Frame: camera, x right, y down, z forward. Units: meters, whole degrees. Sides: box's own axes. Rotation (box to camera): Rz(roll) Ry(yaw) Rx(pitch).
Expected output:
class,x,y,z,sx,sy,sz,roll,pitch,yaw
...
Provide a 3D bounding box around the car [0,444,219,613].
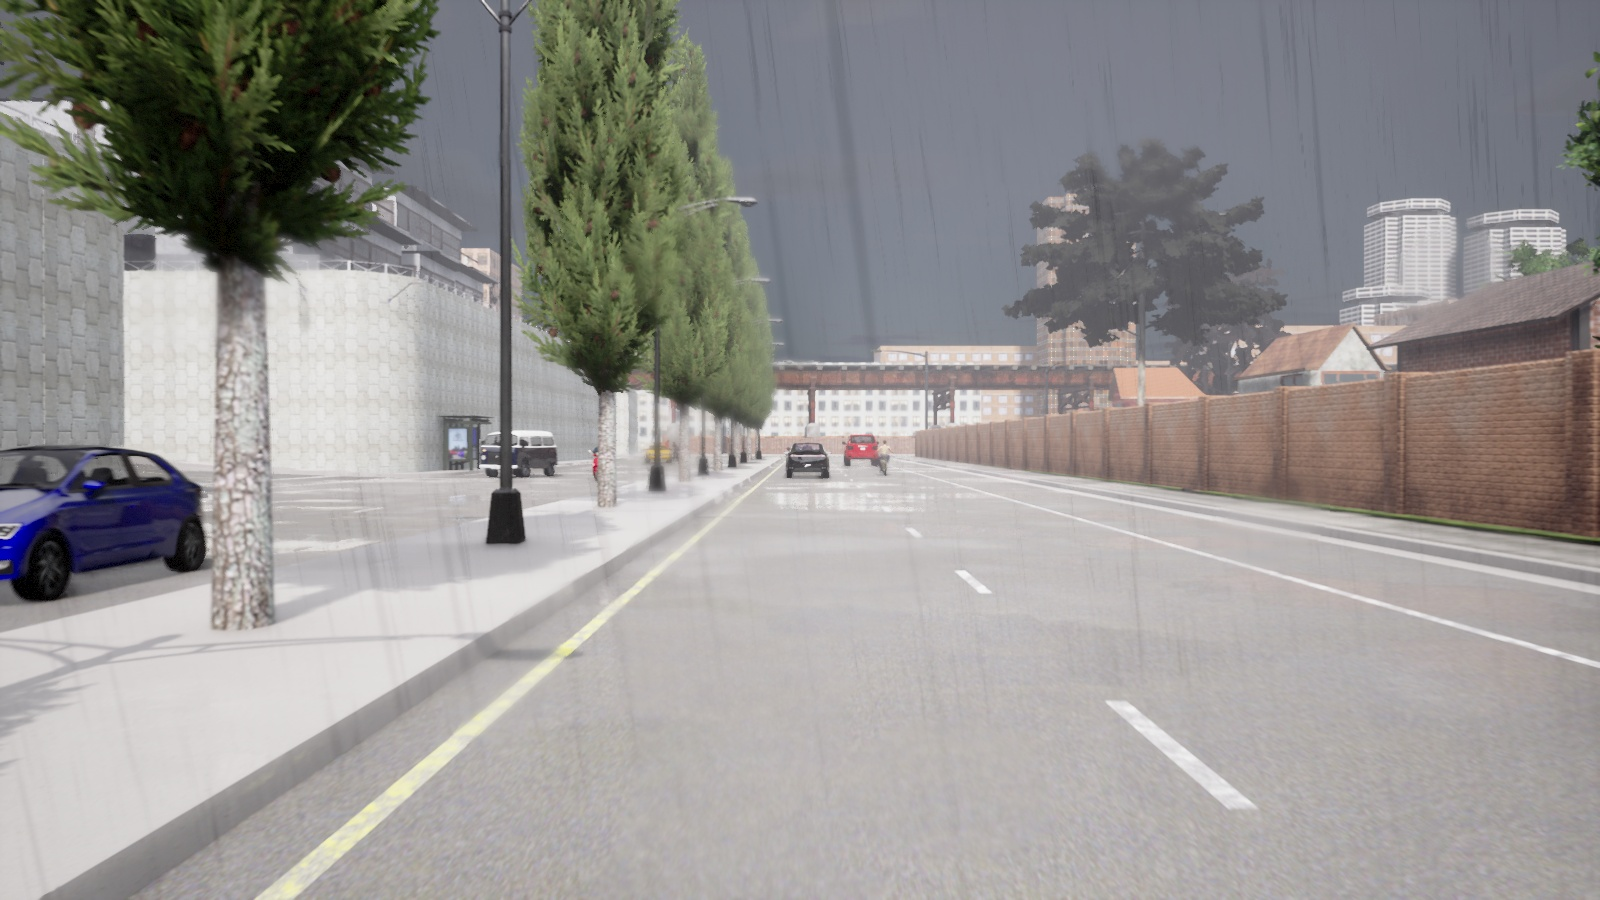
class,x,y,z,sx,sy,sz,roll,pitch,yaw
car,-7.911,0.680,13.023,1.816,1.474,4.193,0,0,0

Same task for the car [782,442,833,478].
class,x,y,z,sx,sy,sz,roll,pitch,yaw
car,0.325,0.395,54.563,2.128,1.511,4.902,0,0,0

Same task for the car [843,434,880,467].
class,x,y,z,sx,sy,sz,roll,pitch,yaw
car,3.981,0.007,81.878,2.150,2.045,5.566,0,0,0

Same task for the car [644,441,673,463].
class,x,y,z,sx,sy,sz,roll,pitch,yaw
car,-10.496,0.153,92.672,1.801,1.575,5.366,0,0,-10

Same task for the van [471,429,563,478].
class,x,y,z,sx,sy,sz,roll,pitch,yaw
van,-12.126,0.147,54.180,2.069,2.038,4.480,1,0,14
